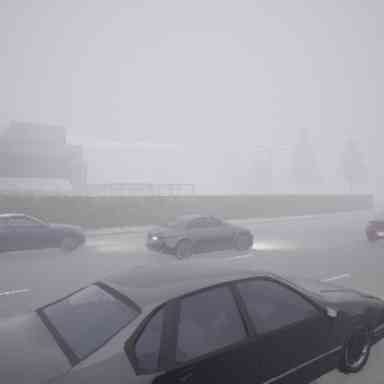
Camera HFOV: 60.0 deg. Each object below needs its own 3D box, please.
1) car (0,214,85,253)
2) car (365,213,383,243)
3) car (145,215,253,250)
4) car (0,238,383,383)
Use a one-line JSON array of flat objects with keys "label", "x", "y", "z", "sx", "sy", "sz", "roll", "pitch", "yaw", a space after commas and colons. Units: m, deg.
[{"label": "car", "x": -6.324, "y": 1.526, "z": 12.148, "sx": 4.674, "sy": 1.442, "sz": 1.812, "roll": 0, "pitch": 0, "yaw": -36}, {"label": "car", "x": 9.539, "y": 1.526, "z": 14.850, "sx": 4.674, "sy": 1.442, "sz": 1.812, "roll": 0, "pitch": 0, "yaw": -36}, {"label": "car", "x": 0.344, "y": 1.564, "z": 12.581, "sx": 4.181, "sy": 1.385, "sz": 1.994, "roll": 0, "pitch": 0, "yaw": -35}, {"label": "car", "x": 0.189, "y": 1.547, "z": 3.878, "sx": 5.357, "sy": 1.411, "sz": 2.033, "roll": 0, "pitch": 0, "yaw": -35}]
